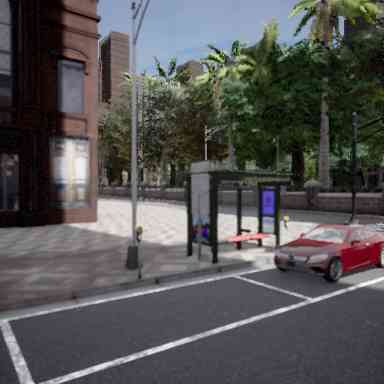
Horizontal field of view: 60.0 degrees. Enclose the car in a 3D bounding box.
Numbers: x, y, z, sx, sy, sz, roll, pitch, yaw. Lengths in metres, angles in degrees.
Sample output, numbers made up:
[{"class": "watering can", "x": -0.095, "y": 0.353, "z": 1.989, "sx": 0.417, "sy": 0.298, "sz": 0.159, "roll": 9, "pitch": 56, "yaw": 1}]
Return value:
[{"class": "car", "x": 4.213, "y": 1.584, "z": 9.659, "sx": 4.206, "sy": 1.307, "sz": 1.802, "roll": 0, "pitch": 0, "yaw": -36}]
